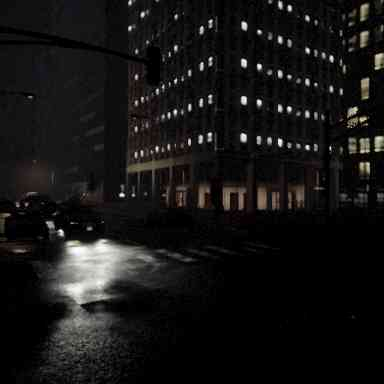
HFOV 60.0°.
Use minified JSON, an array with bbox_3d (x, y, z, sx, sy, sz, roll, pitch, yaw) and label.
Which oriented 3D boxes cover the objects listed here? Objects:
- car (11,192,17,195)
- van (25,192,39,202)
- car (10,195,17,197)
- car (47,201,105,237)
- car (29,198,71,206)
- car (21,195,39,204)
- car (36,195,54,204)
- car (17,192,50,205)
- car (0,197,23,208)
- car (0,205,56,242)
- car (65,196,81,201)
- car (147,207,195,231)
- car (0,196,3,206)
[{"bbox_3d":[-42.019,0.823,79.624,2.192,1.841,5.009,2,-1,-38],"label":"car"},{"bbox_3d":[-31.956,0.978,66.437,1.690,1.788,3.998,2,-1,-37],"label":"van"},{"bbox_3d":[-19.649,1.315,34.659,1.752,1.417,4.829,2,0,-33],"label":"car"},{"bbox_3d":[-6.093,1.448,17.772,2.128,1.511,4.902,1,0,-31],"label":"car"},{"bbox_3d":[-11.297,1.457,26.219,1.994,1.385,4.181,1,0,-33],"label":"car"},{"bbox_3d":[-27.093,1.261,55.468,1.994,1.385,4.181,1,0,-35],"label":"car"},{"bbox_3d":[-25.465,1.284,57.515,1.947,1.339,4.313,2,0,-36],"label":"car"},{"bbox_3d":[-16.583,1.180,34.659,2.097,1.767,4.553,1,0,-32],"label":"car"},{"bbox_3d":[-16.752,1.408,30.129,1.802,1.307,4.206,1,0,-32],"label":"car"},{"bbox_3d":[-8.016,1.515,16.071,1.802,1.307,4.206,1,0,-31],"label":"car"},{"bbox_3d":[-15.973,1.278,43.959,1.967,1.590,4.097,1,0,-34],"label":"car"},{"bbox_3d":[-1.345,1.597,20.688,1.802,1.307,4.206,1,0,-31],"label":"car"},{"bbox_3d":[-29.035,1.215,48.649,1.887,1.381,4.507,2,0,-35],"label":"car"}]
